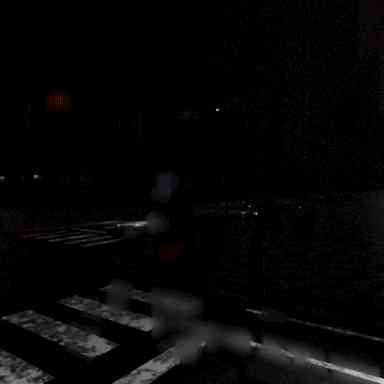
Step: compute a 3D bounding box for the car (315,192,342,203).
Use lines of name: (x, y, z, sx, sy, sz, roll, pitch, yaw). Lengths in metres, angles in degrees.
car: (19.511, 0.814, 47.473, 1.837, 1.490, 4.892, 0, 1, 36)

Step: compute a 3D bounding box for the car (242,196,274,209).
car: (7.101, 1.120, 35.611, 1.895, 1.301, 4.718, 0, 1, 35)

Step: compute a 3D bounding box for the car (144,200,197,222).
car: (-1.473, 1.279, 23.616, 1.994, 1.385, 4.181, 0, 1, 36)

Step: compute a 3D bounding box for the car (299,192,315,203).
car: (17.552, 0.809, 50.070, 1.812, 1.442, 4.674, 0, 1, 36)

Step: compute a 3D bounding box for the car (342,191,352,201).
car: (25.394, 0.653, 55.701, 1.882, 1.535, 5.008, 0, 1, 36)
